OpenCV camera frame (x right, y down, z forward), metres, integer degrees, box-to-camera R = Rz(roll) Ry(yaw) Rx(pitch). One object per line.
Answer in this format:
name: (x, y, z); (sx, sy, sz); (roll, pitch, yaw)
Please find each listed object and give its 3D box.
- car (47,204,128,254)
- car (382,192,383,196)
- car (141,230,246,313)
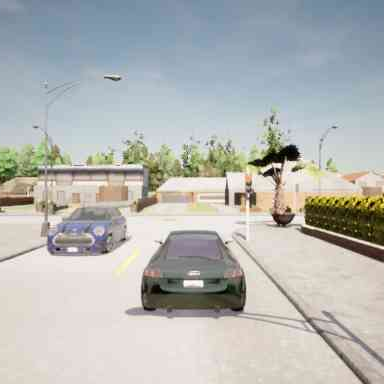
car: (-4.000, 1.349, 13.443); (2.097, 1.767, 4.553); (0, 0, 0)
car: (37.854, 0.960, 64.971); (1.905, 1.878, 3.866); (0, 0, 0)
car: (0.040, 1.562, 7.751); (1.994, 1.385, 4.181); (0, 0, 0)
